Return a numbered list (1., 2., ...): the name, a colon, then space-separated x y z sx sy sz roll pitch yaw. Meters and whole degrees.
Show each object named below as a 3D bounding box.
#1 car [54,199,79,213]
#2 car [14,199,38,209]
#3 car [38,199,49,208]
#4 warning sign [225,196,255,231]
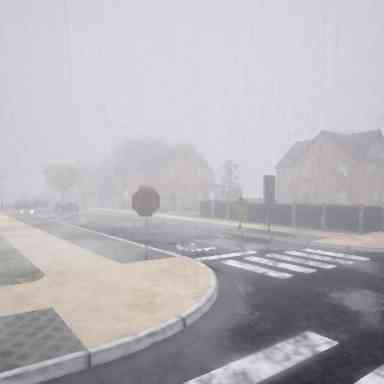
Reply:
1. car: -14.240 1.552 37.798 1.812 1.442 4.674 1 -1 -36
2. car: -22.334 1.613 44.285 1.994 1.385 4.181 1 -1 -36
3. car: -23.057 1.678 49.972 1.895 1.301 4.718 1 -1 -36
4. warning sign: 2.705 1.159 18.696 1.300 1.860 1.060 1 0 -36
